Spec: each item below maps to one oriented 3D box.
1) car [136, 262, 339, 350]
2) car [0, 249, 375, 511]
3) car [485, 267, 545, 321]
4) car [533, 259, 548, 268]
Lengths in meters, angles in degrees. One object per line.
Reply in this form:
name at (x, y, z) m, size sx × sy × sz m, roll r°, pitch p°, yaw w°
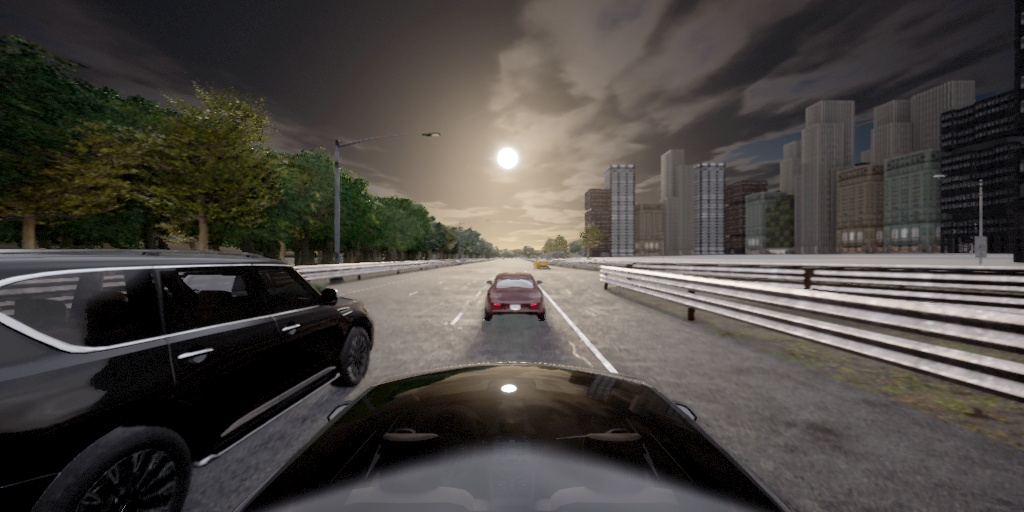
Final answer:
car at (-6.902, 1.100, 9.850) m, size 2.097 × 1.767 × 4.553 m, roll 0°, pitch 0°, yaw 0°
car at (-3.403, 0.972, 3.729) m, size 2.150 × 2.045 × 5.566 m, roll 0°, pitch 0°, yaw 0°
car at (0.086, 1.271, 12.377) m, size 1.812 × 1.442 × 4.674 m, roll 0°, pitch 0°, yaw 0°
car at (4.791, 1.285, 60.361) m, size 1.882 × 1.535 × 5.008 m, roll 0°, pitch 0°, yaw -6°
